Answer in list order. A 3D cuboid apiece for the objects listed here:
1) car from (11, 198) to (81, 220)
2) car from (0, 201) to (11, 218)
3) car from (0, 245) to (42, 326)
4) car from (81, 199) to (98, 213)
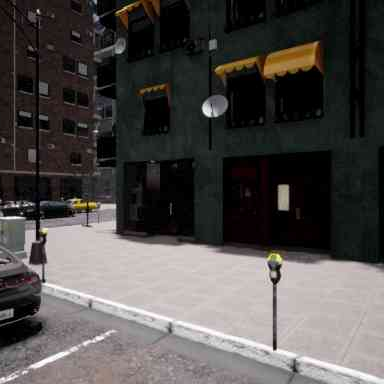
[{"bbox_3d":[-11.179,1.345,25.690,1.994,1.385,4.181,0,1,35],"label":"car"},{"bbox_3d":[-14.029,1.350,26.116,2.008,1.369,4.403,1,1,35],"label":"car"},{"bbox_3d":[-4.496,1.551,6.092,4.403,1.369,2.008,0,0,36],"label":"car"},{"bbox_3d":[-10.933,1.250,30.537,1.752,1.417,4.829,1,1,35],"label":"car"}]
